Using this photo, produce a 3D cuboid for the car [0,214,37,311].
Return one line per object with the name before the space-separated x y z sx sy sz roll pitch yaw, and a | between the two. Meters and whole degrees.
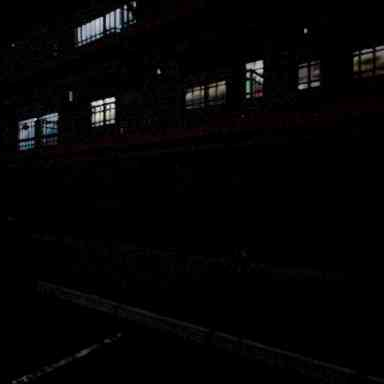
car | -5.033 1.306 6.468 5.009 1.841 2.192 0 0 35
